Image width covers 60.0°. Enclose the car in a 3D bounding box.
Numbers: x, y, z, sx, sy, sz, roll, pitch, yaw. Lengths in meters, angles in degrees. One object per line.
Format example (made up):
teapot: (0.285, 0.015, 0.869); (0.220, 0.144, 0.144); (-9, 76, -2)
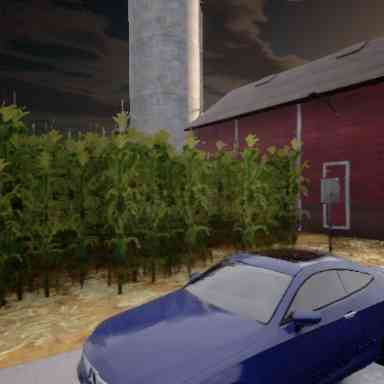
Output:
car: (1.012, 1.519, 4.204); (4.674, 1.442, 1.812); (0, 0, -35)
